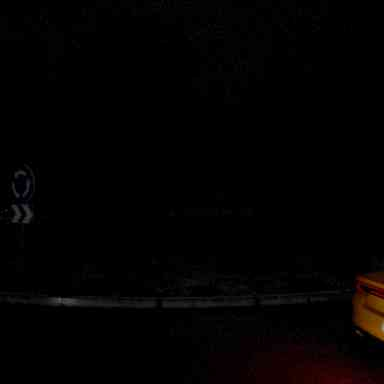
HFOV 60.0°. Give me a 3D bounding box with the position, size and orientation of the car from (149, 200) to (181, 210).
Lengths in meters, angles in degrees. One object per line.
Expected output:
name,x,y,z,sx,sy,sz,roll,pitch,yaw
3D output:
car,-3.819,1.656,43.120,4.718,1.301,1.895,0,0,-8

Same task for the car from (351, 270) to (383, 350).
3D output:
car,4.720,1.483,4.759,5.008,1.535,1.882,0,0,-19

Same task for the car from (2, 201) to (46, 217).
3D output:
car,-15.649,1.590,32.141,1.837,1.490,4.892,-1,-1,38
